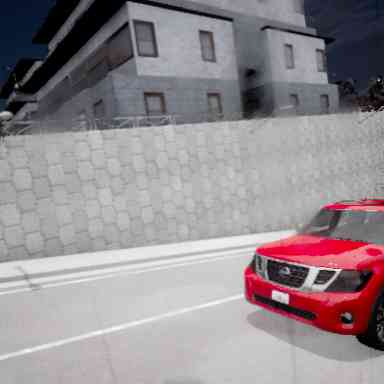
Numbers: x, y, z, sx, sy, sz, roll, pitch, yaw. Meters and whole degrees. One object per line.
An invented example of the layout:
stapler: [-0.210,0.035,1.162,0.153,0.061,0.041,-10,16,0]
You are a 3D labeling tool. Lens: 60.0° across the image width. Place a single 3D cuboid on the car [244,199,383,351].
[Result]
car: [3.554,1.193,6.525,5.566,2.045,2.150,0,0,-35]
